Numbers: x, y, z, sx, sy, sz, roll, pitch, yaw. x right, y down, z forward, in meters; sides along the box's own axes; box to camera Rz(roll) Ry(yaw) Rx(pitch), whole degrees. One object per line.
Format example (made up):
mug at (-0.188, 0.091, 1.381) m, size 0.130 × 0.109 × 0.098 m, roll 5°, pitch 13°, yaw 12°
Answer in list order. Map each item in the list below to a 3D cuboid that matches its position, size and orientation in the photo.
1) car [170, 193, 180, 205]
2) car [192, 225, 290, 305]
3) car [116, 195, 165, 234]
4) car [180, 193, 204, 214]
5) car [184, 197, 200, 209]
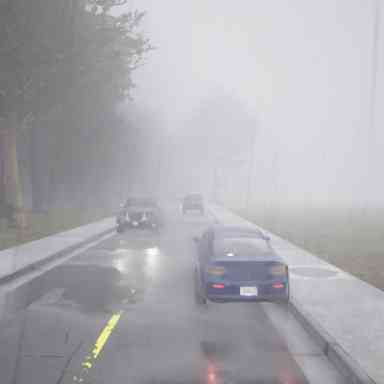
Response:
car at (-2.681, 1.223, 59.007) m, size 2.150 × 2.045 × 5.566 m, roll 0°, pitch 0°, yaw 0°
car at (0.973, 1.526, 7.978) m, size 1.812 × 1.442 × 4.674 m, roll 0°, pitch 0°, yaw 0°
car at (-2.827, 1.222, 19.366) m, size 2.150 × 2.045 × 5.566 m, roll 0°, pitch 0°, yaw 0°
car at (0.116, 1.222, 35.902) m, size 2.150 × 2.045 × 5.566 m, roll 0°, pitch 0°, yaw 0°
car at (0.087, 1.493, 46.478) m, size 2.128 × 1.511 × 4.902 m, roll 0°, pitch 0°, yaw 1°
